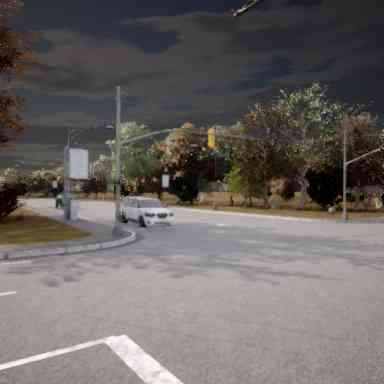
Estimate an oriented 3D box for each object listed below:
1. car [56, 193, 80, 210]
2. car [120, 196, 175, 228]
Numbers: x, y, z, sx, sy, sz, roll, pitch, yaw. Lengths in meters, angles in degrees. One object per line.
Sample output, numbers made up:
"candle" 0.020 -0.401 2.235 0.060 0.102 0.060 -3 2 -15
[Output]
"car" -16.566 1.208 44.197 2.150 2.045 5.566 1 0 -33
"car" -3.289 1.387 23.430 2.150 2.045 5.566 0 2 -32
